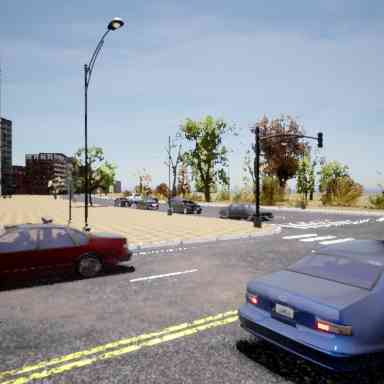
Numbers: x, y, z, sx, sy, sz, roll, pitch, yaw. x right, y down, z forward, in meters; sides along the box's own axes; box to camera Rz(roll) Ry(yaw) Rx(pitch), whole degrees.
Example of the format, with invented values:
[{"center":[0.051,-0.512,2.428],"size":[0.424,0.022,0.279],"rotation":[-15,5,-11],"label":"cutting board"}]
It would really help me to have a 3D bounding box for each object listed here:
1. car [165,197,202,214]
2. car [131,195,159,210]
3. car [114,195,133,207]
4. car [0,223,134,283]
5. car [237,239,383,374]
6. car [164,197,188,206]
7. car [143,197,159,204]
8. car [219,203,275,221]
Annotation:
[{"center":[-0.731,1.585,36.408],"size":[1.837,1.490,4.892],"rotation":[0,0,-32],"label":"car"},{"center":[-6.110,1.594,45.241],"size":[2.128,1.511,4.902],"rotation":[0,0,-31],"label":"car"},{"center":[-11.346,1.627,54.163],"size":[1.837,1.490,4.892],"rotation":[0,0,-30],"label":"car"},{"center":[-4.255,1.547,8.602],"size":[5.357,1.411,2.033],"rotation":[0,0,-35],"label":"car"},{"center":[3.245,1.547,5.613],"size":[5.357,1.411,2.033],"rotation":[0,0,-34],"label":"car"},{"center":[-2.859,1.633,59.246],"size":[2.033,1.411,5.357],"rotation":[0,0,-30],"label":"car"},{"center":[-8.586,1.667,69.327],"size":[1.994,1.385,4.181],"rotation":[0,0,-29],"label":"car"},{"center":[4.445,1.604,27.998],"size":[2.033,1.411,5.357],"rotation":[0,0,-31],"label":"car"}]
